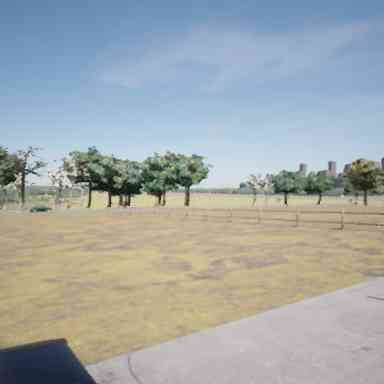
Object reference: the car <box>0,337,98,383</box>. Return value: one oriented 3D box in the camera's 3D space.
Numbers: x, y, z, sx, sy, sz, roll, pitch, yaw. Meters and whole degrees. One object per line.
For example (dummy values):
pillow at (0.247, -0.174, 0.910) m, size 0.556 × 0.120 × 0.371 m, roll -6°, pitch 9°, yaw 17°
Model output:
car at (-2.616, 1.601, 1.197) m, size 4.718 × 1.301 × 1.895 m, roll 0°, pitch 0°, yaw -35°

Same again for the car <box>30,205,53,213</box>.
car at (-32.735, 3.594, 72.346) m, size 4.553 × 1.767 × 2.097 m, roll 0°, pitch 0°, yaw -35°
